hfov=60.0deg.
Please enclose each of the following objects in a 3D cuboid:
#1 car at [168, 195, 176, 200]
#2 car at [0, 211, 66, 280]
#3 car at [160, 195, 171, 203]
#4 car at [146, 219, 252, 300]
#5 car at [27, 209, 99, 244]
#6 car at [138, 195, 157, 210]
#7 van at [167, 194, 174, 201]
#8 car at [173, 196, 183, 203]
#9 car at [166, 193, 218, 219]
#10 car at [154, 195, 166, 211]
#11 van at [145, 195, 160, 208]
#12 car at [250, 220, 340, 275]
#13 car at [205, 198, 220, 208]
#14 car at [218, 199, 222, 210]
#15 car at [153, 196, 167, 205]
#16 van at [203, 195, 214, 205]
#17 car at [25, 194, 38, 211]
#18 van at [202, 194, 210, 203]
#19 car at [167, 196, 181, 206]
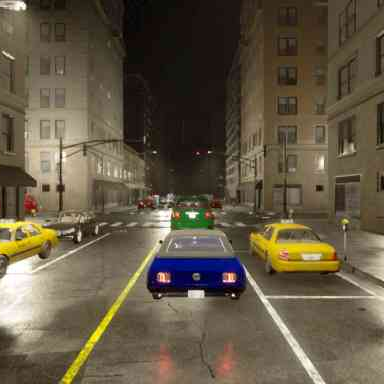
[{"bbox_3d":[-5.577,1.589,91.947,2.008,1.369,4.403,0,0,0],"label":"car"},{"bbox_3d":[-5.659,1.526,9.966,1.752,1.417,4.829,0,0,0],"label":"car"},{"bbox_3d":[-5.599,1.467,69.942,1.967,1.590,4.097,0,0,0],"label":"car"},{"bbox_3d":[0.091,1.601,8.358,1.895,1.301,4.718,0,0,0],"label":"car"},{"bbox_3d":[-5.653,1.552,15.661,2.008,1.369,4.403,0,0,0],"label":"car"},{"bbox_3d":[-5.627,1.327,42.435,2.192,1.841,5.009,0,0,0],"label":"car"},{"bbox_3d":[-5.583,1.376,86.447,1.690,1.788,3.998,0,0,0],"label":"van"},{"bbox_3d":[-2.928,1.602,72.013,1.895,1.301,4.718,0,0,0],"label":"car"},{"bbox_3d":[0.018,1.223,18.125,2.150,2.045,5.566,0,0,0],"label":"car"},{"bbox_3d":[-3.057,1.503,41.204,2.128,1.511,4.902,0,0,0],"label":"car"},{"bbox_3d":[-5.622,1.356,47.936,1.690,1.788,3.998,0,0,0],"label":"van"},{"bbox_3d":[2.867,1.526,10.296,1.752,1.417,4.829,0,0,0],"label":"car"},{"bbox_3d":[2.904,1.581,47.927,1.947,1.339,4.313,0,0,0],"label":"car"},{"bbox_3d":[2.899,1.557,42.426,1.887,1.381,4.507,0,0,0],"label":"car"},{"bbox_3d":[-5.611,1.461,58.939,1.967,1.590,4.097,0,0,0],"label":"car"},{"bbox_3d":[2.915,1.362,58.930,1.690,1.788,3.998,0,0,0],"label":"van"},{"bbox_3d":[-17.248,1.237,30.802,5.566,2.045,2.150,0,0,1],"label":"car"},{"bbox_3d":[2.926,1.368,69.933,1.690,1.788,3.998,0,0,0],"label":"van"},{"bbox_3d":[-3.025,1.513,57.165,2.128,1.511,4.902,0,0,0],"label":"car"}]
